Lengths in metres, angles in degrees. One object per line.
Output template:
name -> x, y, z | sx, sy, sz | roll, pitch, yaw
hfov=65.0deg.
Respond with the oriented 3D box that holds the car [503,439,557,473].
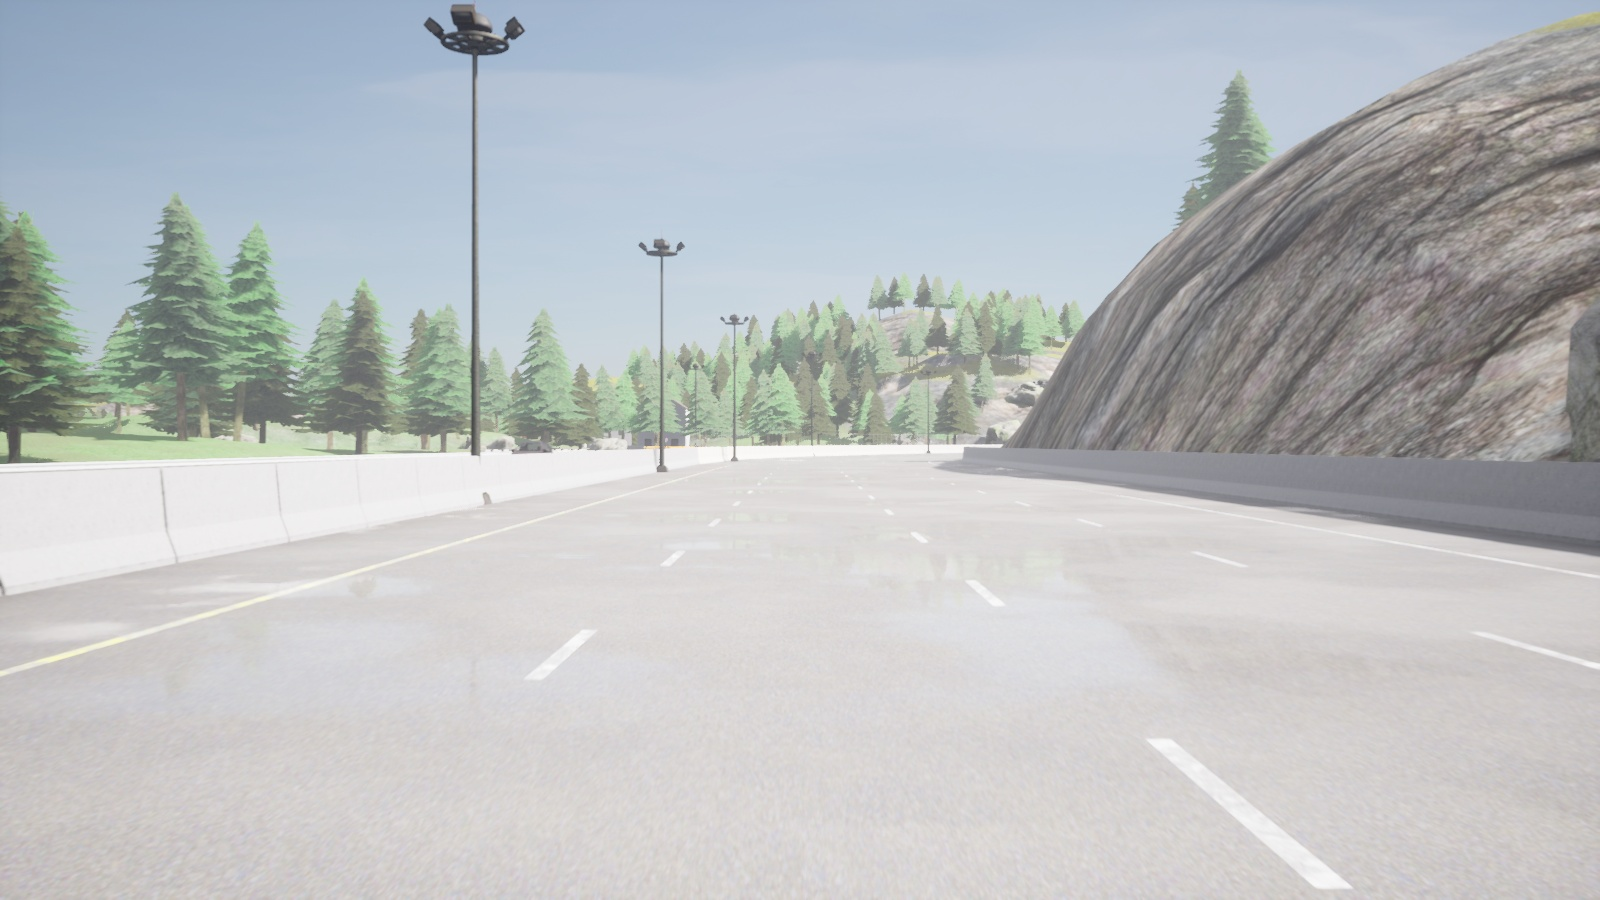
car -> -13.624, 0.283, 63.543 | 1.851, 1.617, 3.988 | 0, 0, 0
